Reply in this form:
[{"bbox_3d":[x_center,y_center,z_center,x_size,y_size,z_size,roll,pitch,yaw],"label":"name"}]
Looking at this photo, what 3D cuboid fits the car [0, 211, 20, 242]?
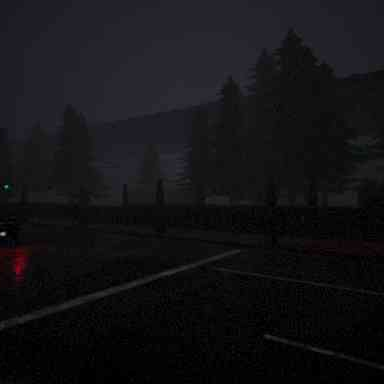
[{"bbox_3d":[-9.868,1.544,15.333,4.902,1.511,2.128,0,0,36],"label":"car"}]
